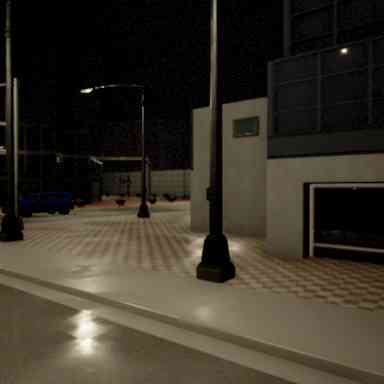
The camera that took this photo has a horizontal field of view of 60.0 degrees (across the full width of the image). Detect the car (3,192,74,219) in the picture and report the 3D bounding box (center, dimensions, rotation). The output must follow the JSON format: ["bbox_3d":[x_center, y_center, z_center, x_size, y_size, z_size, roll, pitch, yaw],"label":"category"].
[{"bbox_3d":[-12.607,1.009,27.760,2.150,2.045,5.566,0,1,36],"label":"car"}]
